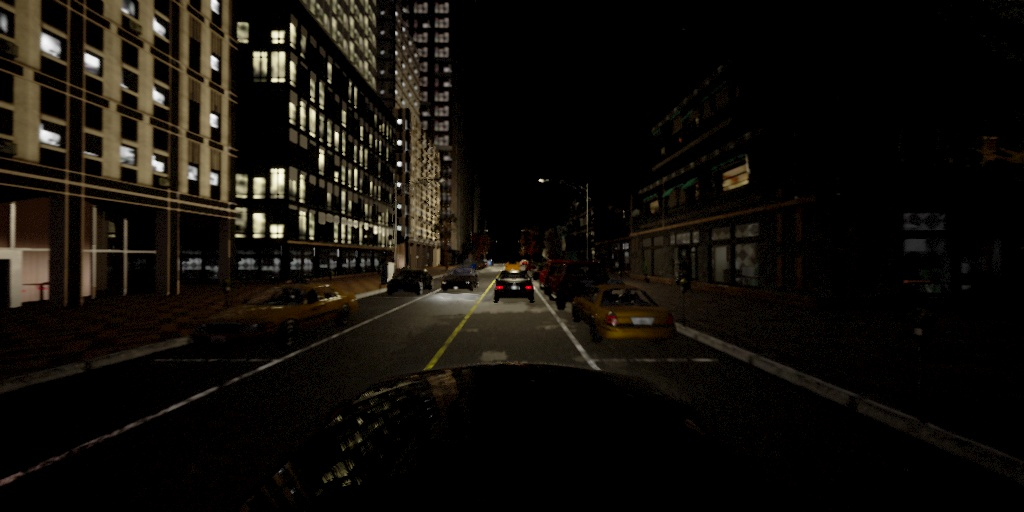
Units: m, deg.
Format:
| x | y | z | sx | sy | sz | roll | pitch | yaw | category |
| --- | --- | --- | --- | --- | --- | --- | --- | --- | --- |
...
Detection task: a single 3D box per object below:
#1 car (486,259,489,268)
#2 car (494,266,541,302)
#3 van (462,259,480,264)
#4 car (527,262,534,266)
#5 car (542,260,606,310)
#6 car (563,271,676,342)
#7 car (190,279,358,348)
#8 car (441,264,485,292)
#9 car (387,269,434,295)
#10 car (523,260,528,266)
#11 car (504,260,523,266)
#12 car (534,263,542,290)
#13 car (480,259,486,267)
| x | y | z | sx | sy | sz | roll | pitch | yaw | category |
| --- | --- | --- | --- | --- | --- | --- | --- | --- | --- |
| -5.731 | 1.660 | 64.889 | 1.802 | 1.307 | 4.207 | 0 | 0 | 0 | car |
| 0.086 | 1.374 | 17.424 | 2.033 | 1.411 | 5.357 | 0 | 0 | 0 | car |
| -5.720 | 1.326 | 48.278 | 1.690 | 1.789 | 3.998 | 0 | 0 | 0 | van |
| 2.671 | 1.464 | 31.671 | 1.948 | 1.339 | 4.313 | 0 | 0 | 0 | car |
| 2.682 | 1.130 | 15.061 | 2.192 | 1.841 | 5.009 | 0 | 0 | 0 | car |
| 2.686 | 1.313 | 9.694 | 1.751 | 1.417 | 4.829 | 0 | 0 | 0 | car |
| -5.695 | 1.313 | 9.351 | 1.751 | 1.417 | 4.829 | 0 | 0 | 0 | car |
| -3.114 | 1.399 | 22.536 | 2.033 | 1.411 | 5.357 | 0 | 0 | 0 | car |
| -5.702 | 1.408 | 20.594 | 1.948 | 1.339 | 4.313 | 0 | 0 | 0 | car |
| 2.661 | 1.567 | 48.282 | 1.802 | 1.307 | 4.207 | 0 | 0 | 0 | car |
| 0.073 | 1.446 | 45.130 | 1.882 | 1.535 | 5.008 | 0 | 0 | 0 | car |
| 2.679 | 1.157 | 20.597 | 2.192 | 1.841 | 5.009 | 0 | 0 | 0 | car |
| -5.727 | 1.572 | 59.182 | 1.751 | 1.417 | 4.829 | 0 | 0 | 0 | car |
